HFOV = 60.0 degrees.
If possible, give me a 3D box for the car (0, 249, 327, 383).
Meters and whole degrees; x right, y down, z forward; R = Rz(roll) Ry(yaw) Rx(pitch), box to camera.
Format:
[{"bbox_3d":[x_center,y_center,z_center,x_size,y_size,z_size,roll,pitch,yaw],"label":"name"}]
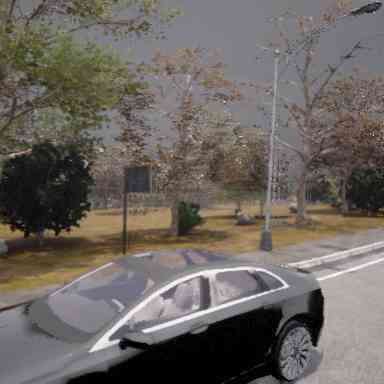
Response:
[{"bbox_3d":[-0.418,1.507,3.838,4.902,1.511,2.128,0,0,-37],"label":"car"}]
